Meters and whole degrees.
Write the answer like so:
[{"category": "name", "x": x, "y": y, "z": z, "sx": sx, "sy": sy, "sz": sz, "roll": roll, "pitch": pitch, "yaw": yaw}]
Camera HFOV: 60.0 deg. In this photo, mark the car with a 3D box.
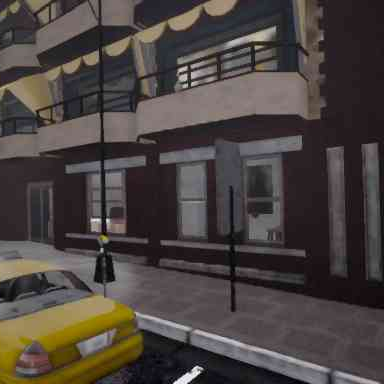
[{"category": "car", "x": -2.862, "y": 1.528, "z": 4.788, "sx": 4.829, "sy": 1.417, "sz": 1.752, "roll": 0, "pitch": -2, "yaw": 36}]
